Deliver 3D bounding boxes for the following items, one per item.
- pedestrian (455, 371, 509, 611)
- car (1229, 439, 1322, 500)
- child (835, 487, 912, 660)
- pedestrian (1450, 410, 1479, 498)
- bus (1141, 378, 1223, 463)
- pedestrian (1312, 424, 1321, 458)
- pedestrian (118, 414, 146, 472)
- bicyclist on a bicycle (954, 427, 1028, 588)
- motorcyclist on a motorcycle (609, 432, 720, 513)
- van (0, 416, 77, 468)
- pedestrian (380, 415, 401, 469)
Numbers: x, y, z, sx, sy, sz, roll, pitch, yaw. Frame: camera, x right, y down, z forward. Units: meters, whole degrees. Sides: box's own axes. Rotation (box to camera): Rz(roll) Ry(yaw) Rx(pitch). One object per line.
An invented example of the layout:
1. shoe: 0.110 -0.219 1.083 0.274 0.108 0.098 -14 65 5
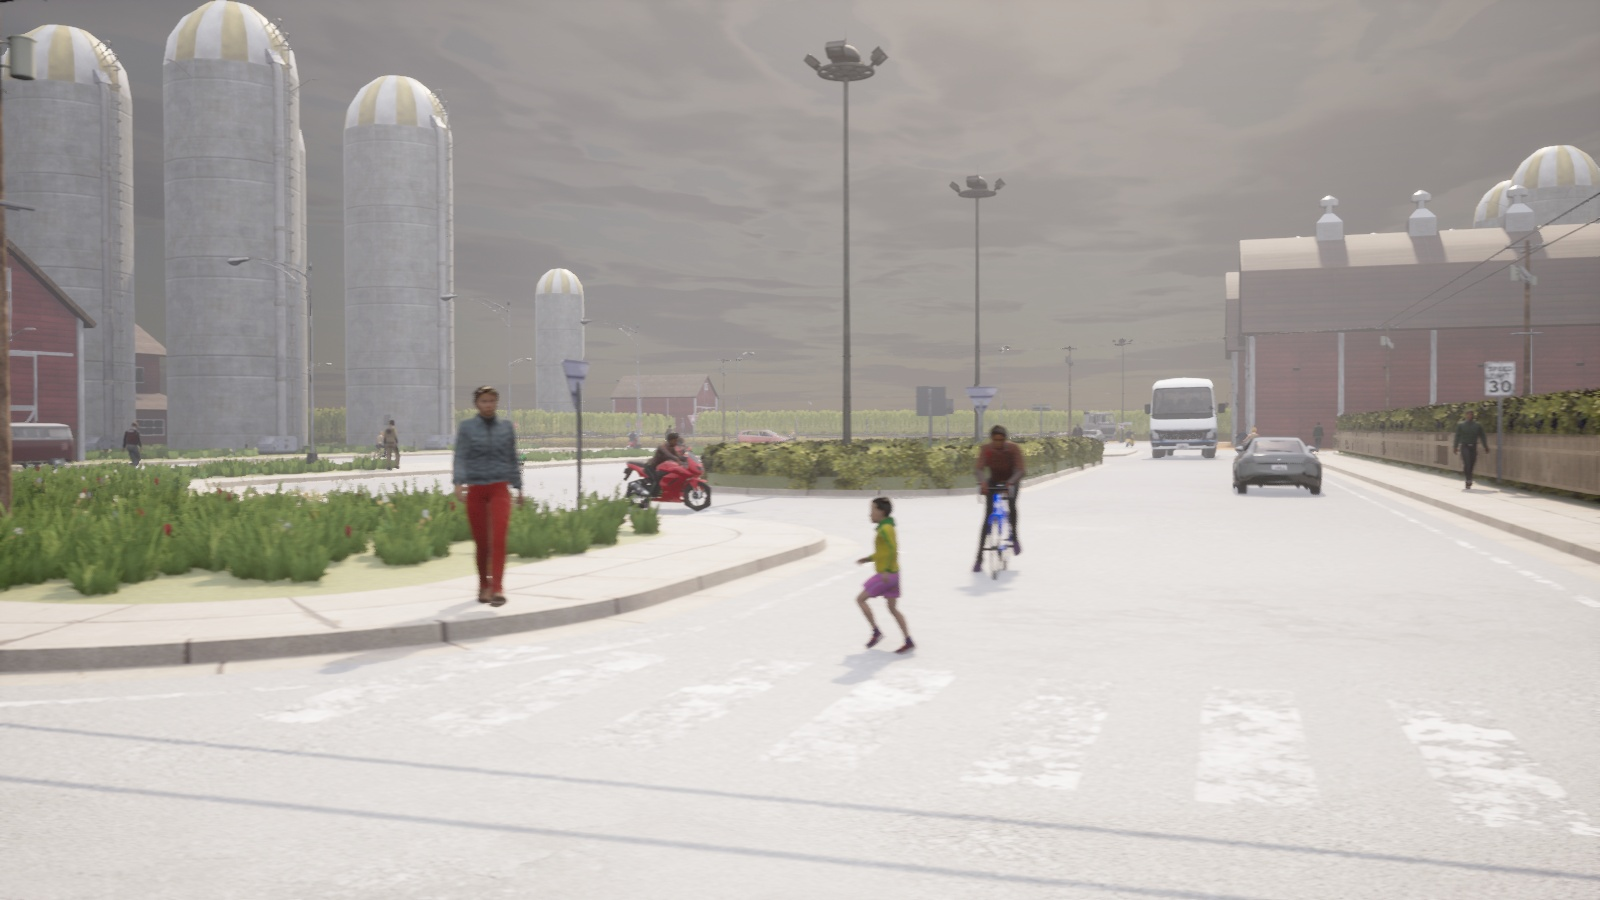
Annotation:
1. pedestrian: -2.544 0.313 10.031 0.353 1.847 0.614 0 1 -20
2. car: 11.867 0.430 31.563 1.994 1.385 4.181 1 1 18
3. child: 0.520 0.853 8.821 0.473 1.160 0.299 1 1 19
4. pedestrian: 15.019 0.083 28.384 0.423 1.949 0.788 1 1 18
5. bus: 20.935 -1.566 68.401 3.944 4.253 10.273 0 1 19
6. pedestrian: 27.551 -0.488 67.011 0.353 1.847 0.614 1 1 28
7. pedestrian: -21.467 -0.239 40.358 0.376 1.854 0.720 0 1 14
8. bicyclist on a bicycle: 2.083 0.570 13.560 0.582 1.620 1.656 0 1 16
9. motorcyclist on a motorcycle: -2.645 0.409 24.449 2.044 1.523 0.797 1 1 29
10. van: -31.247 -0.327 49.750 1.775 1.987 4.442 0 1 18
11. pedestrian: -14.725 -0.296 45.163 0.396 1.930 0.692 0 1 16
